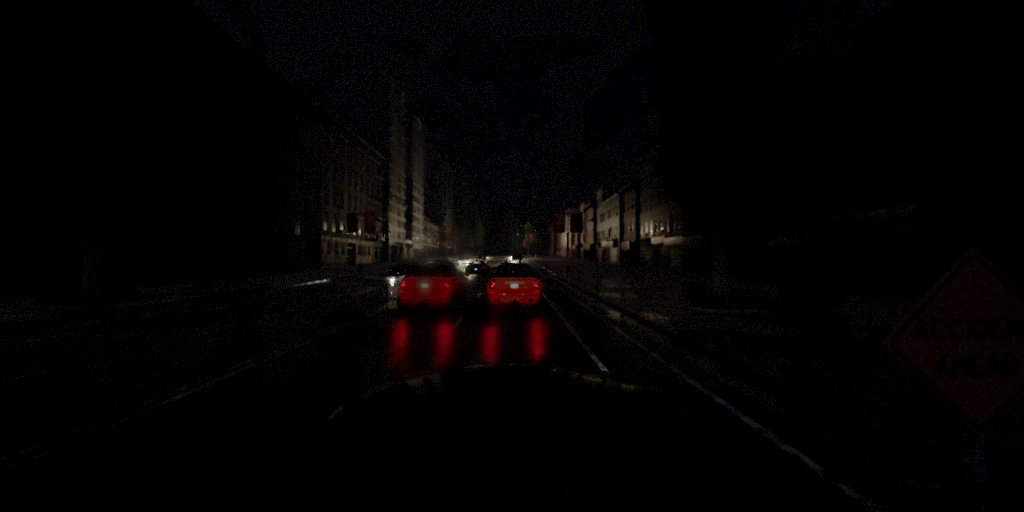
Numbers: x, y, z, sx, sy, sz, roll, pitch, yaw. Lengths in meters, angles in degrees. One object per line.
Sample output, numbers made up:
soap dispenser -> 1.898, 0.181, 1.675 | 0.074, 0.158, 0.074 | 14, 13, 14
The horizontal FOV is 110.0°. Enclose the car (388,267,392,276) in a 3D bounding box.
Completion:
car -> -9.853, 1.065, 33.648 | 2.033, 1.411, 5.357 | 0, 1, 0

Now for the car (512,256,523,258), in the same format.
car -> 0.093, 1.045, 31.660 | 2.128, 1.511, 4.902 | 0, 1, 0

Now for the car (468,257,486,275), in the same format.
car -> -3.155, 1.089, 33.352 | 1.994, 1.385, 4.181 | 0, 1, 0

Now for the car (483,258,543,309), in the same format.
car -> 0.094, 1.088, 14.997 | 2.097, 1.767, 4.553 | 0, 0, 0

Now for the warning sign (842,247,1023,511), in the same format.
warning sign -> 3.226, 0.869, 2.494 | 1.300, 1.860, 1.060 | 0, 0, 0

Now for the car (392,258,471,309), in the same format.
car -> -3.157, 1.088, 15.114 | 2.097, 1.767, 4.553 | 0, 0, 0
